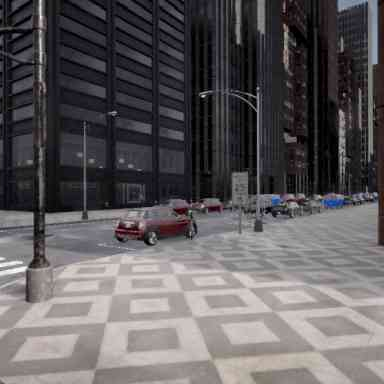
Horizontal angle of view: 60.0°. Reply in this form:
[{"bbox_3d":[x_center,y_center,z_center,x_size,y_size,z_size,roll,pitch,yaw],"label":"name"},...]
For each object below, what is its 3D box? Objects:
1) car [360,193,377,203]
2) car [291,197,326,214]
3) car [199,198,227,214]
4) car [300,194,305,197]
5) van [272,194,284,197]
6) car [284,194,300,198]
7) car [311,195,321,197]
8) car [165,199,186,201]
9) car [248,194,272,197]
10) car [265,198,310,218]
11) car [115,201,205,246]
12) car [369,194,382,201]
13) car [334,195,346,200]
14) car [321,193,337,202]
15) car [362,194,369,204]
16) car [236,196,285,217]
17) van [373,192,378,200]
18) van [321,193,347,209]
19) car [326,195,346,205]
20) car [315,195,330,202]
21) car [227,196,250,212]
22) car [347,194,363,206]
[{"bbox_3d":[34.550,1.369,65.295,1.887,1.381,4.507,0,0,36],"label":"car"},{"bbox_3d":[11.629,1.465,33.417,1.947,1.339,4.313,0,0,36],"label":"car"},{"bbox_3d":[1.422,1.383,33.824,1.967,1.590,4.097,0,0,36],"label":"car"},{"bbox_3d":[17.794,1.199,56.596,2.192,1.841,5.009,0,0,36],"label":"car"},{"bbox_3d":[11.245,1.247,47.487,1.690,1.788,3.998,0,0,36],"label":"van"},{"bbox_3d":[14.520,1.210,52.042,2.192,1.841,5.009,0,0,36],"label":"car"},{"bbox_3d":[24.344,1.305,65.705,1.967,1.590,4.097,0,0,36],"label":"car"},{"bbox_3d":[-1.853,1.396,29.270,1.967,1.590,4.097,0,0,36],"label":"car"},{"bbox_3d":[7.971,1.233,42.933,2.192,1.841,5.009,0,0,36],"label":"car"},{"bbox_3d":[8.354,1.463,28.862,2.008,1.369,4.403,0,0,36],"label":"car"},{"bbox_3d":[-1.469,1.393,15.200,1.967,1.590,4.097,0,0,36],"label":"car"},{"bbox_3d":[41.098,1.247,74.403,1.967,1.590,4.097,0,0,36],"label":"car"},{"bbox_3d":[37.443,1.395,83.923,1.947,1.339,4.313,0,0,36],"label":"car"},{"bbox_3d":[30.893,1.161,74.814,2.192,1.841,5.009,0,0,36],"label":"car"},{"bbox_3d":[28.001,1.409,56.187,1.947,1.339,4.313,0,0,36],"label":"car"},{"bbox_3d":[6.450,1.412,30.780,2.128,1.511,4.902,0,0,36],"label":"car"},{"bbox_3d":[37.823,1.156,69.849,1.690,1.788,3.998,0,0,36],"label":"van"},{"bbox_3d":[18.177,1.216,42.524,1.690,1.788,3.998,0,0,36],"label":"van"},{"bbox_3d":[23.828,1.337,54.945,1.882,1.535,5.008,0,0,35],"label":"car"},{"bbox_3d":[27.619,1.406,70.260,2.008,1.369,4.403,0,0,36],"label":"car"},{"bbox_3d":[4.697,1.481,38.379,2.008,1.369,4.403,0,0,36],"label":"car"},{"bbox_3d":[24.726,1.419,51.633,1.947,1.339,4.313,0,0,36],"label":"car"}]
